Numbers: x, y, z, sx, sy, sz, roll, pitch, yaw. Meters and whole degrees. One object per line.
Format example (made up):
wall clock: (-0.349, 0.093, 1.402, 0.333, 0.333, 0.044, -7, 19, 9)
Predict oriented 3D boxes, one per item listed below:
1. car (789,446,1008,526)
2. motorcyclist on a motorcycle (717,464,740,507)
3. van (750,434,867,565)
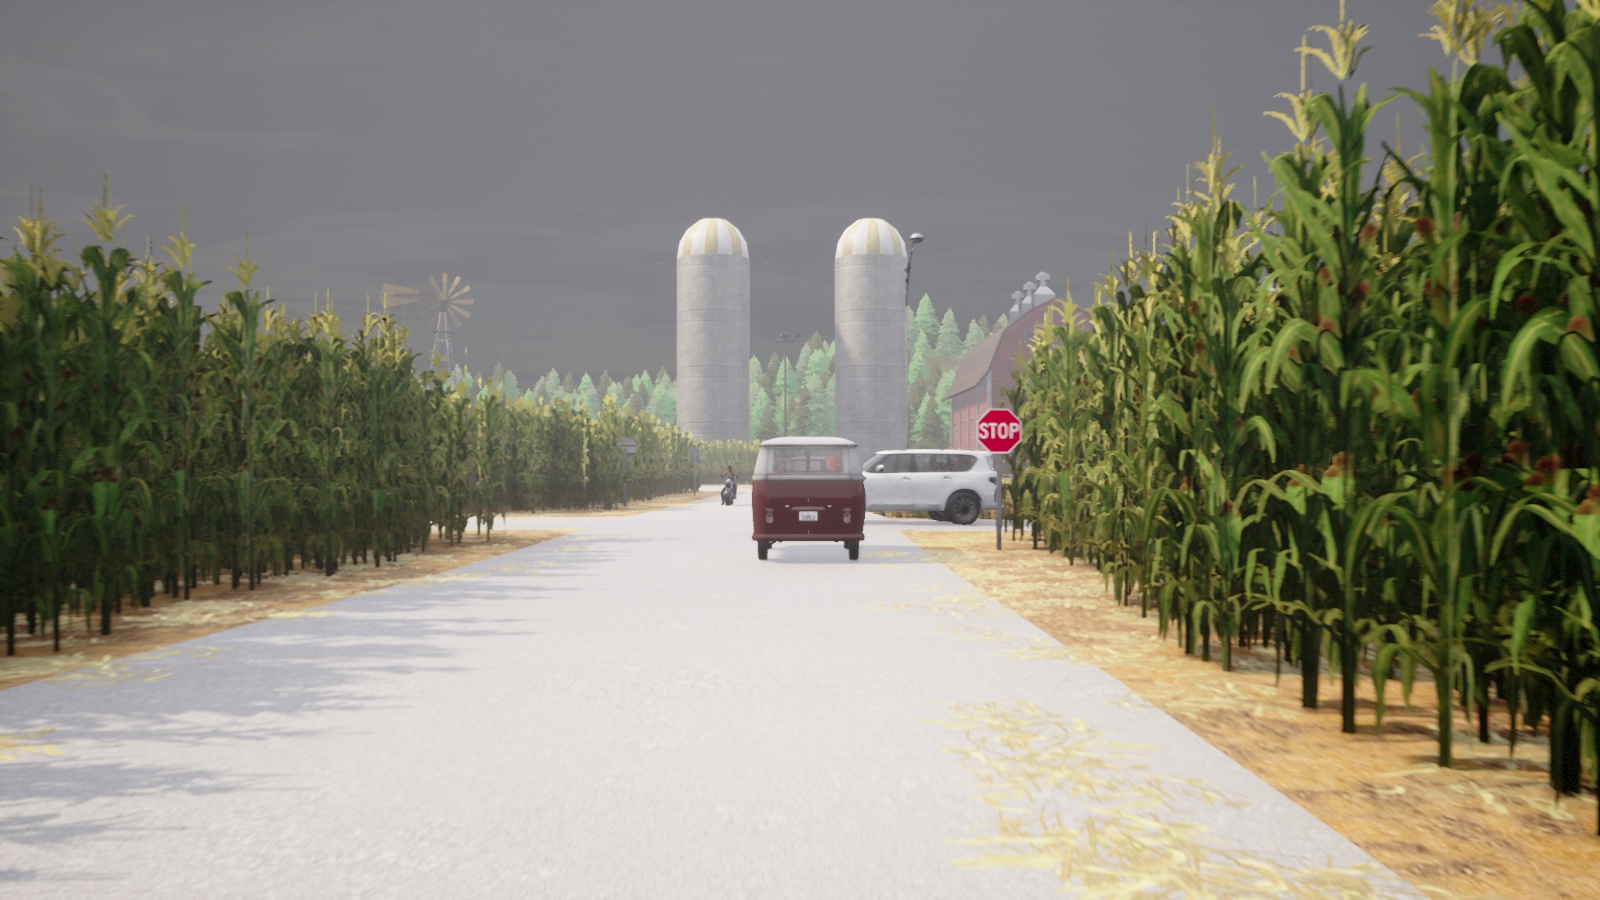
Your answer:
car: (2.641, 0.979, 34.245, 5.566, 2.045, 2.150, 1, -1, -11)
motorcyclist on a motorcycle: (-2.804, 1.391, 49.644, 0.766, 1.649, 2.350, 0, -1, 0)
van: (0.136, 0.772, 21.215, 1.775, 1.987, 4.442, 0, -1, 0)
